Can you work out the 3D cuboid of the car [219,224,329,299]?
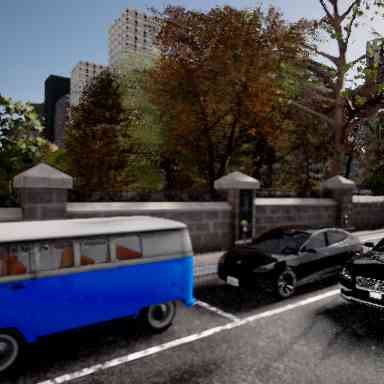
[{"bbox_3d":[2.657,1.536,8.419,4.313,1.339,1.947,0,1,-35],"label":"car"}]

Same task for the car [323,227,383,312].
[{"bbox_3d":[5.053,1.470,6.981,4.892,1.490,1.837,0,0,-35],"label":"car"}]

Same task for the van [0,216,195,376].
[{"bbox_3d":[-1.852,1.335,5.228,3.998,1.788,1.690,0,1,-35],"label":"van"}]
